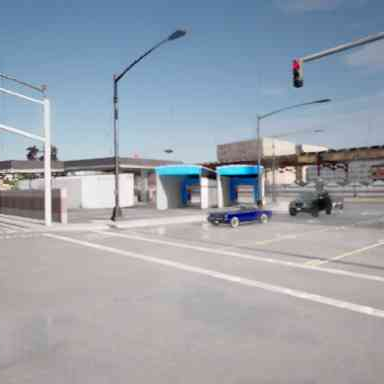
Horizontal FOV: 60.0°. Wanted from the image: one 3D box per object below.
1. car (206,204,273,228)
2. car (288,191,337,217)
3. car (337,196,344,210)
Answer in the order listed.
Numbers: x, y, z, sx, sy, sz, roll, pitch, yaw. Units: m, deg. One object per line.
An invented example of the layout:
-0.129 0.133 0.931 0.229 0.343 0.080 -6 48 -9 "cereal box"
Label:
3.111 1.474 21.544 4.718 1.301 1.895 -1 0 -42 "car"
10.261 0.977 28.599 2.150 2.045 5.566 0 0 40 "car"
15.797 1.142 37.094 2.128 1.511 4.902 -1 0 26 "car"
